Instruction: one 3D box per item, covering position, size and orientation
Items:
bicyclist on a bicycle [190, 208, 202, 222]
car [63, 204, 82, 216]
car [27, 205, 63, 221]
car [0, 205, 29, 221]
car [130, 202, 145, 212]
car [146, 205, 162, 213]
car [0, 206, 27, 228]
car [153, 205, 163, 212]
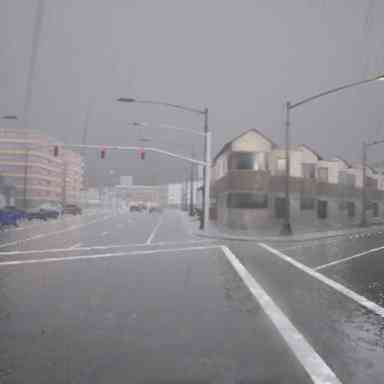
[{"bbox_3d":[0.576,2.555,36.783,1.656,1.620,0.582,1,-1,-3],"label":"bicyclist on a bicycle"},{"bbox_3d":[-16.426,2.418,45.510,1.812,1.442,4.674,2,-1,-3],"label":"car"},{"bbox_3d":[-15.869,2.369,35.549,1.895,1.301,4.718,2,-1,-3],"label":"car"},{"bbox_3d":[-19.369,2.195,35.511,1.812,1.442,4.674,2,-1,-3],"label":"car"},{"bbox_3d":[-10.219,2.911,60.828,1.882,1.535,5.008,2,-2,-3],"label":"car"},{"bbox_3d":[-6.464,2.980,58.399,1.812,1.442,4.674,2,-2,-3],"label":"car"},{"bbox_3d":[-15.325,2.050,26.240,1.882,1.535,5.008,2,-1,-3],"label":"car"},{"bbox_3d":[-7.338,3.502,71.491,1.812,1.442,4.674,2,-3,-3],"label":"car"}]
